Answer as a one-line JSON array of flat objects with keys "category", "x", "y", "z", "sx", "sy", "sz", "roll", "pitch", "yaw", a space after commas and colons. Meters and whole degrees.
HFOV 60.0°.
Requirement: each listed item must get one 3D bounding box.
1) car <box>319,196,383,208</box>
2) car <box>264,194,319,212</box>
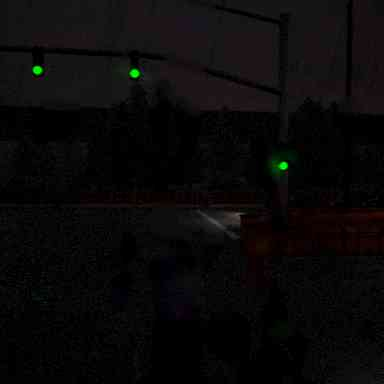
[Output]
[{"category": "car", "x": 10.417, "y": 0.976, "z": 19.394, "sx": 4.902, "sy": 1.511, "sz": 2.128, "roll": 0, "pitch": 2, "yaw": -5}, {"category": "car", "x": 7.314, "y": 0.894, "z": 22.642, "sx": 4.674, "sy": 1.442, "sz": 1.812, "roll": 0, "pitch": 2, "yaw": -3}]
